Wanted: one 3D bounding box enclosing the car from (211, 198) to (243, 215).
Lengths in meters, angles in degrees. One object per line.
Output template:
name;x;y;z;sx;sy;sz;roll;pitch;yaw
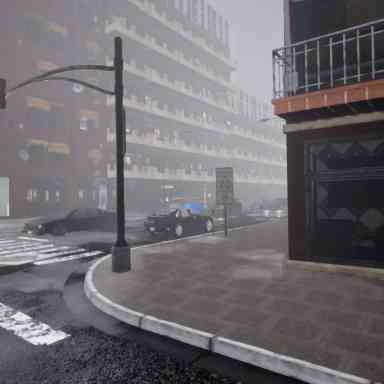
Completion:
car;2.937;1.318;30.962;2.097;1.767;4.553;-1;-1;36

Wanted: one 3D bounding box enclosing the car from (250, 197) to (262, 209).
car;9.284;1.430;44.053;1.967;1.590;4.097;-1;-1;36

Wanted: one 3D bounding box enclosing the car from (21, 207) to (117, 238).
car;-6.253;1.551;18.120;2.033;1.411;5.357;-1;-1;36

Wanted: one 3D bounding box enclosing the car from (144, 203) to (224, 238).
car;-0.524;1.435;16.821;2.008;1.369;4.403;-1;-1;36

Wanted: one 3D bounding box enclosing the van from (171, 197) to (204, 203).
van;-0.448;1.365;30.466;1.690;1.788;3.998;-1;-1;36

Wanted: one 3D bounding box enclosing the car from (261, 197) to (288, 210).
car;11.080;1.416;42.266;1.882;1.535;5.008;-1;-1;36
